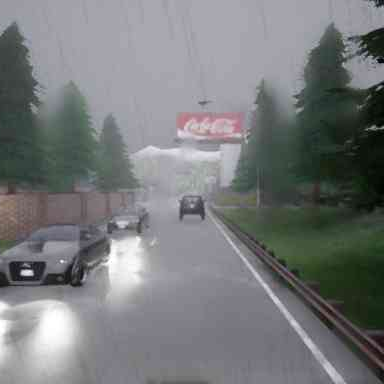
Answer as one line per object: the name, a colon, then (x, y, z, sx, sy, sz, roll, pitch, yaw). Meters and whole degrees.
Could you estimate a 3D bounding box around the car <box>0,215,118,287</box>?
car: (-3.588, 1.574, 9.225, 1.994, 1.385, 4.181, 0, 0, 0)

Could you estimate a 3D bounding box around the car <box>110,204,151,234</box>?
car: (-3.576, 1.511, 19.517, 2.128, 1.511, 4.902, 0, 0, 0)

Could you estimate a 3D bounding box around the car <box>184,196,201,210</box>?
car: (0.066, 1.397, 43.757, 2.097, 1.767, 4.553, 0, 0, 1)

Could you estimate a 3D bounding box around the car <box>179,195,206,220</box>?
car: (0.012, 1.253, 29.023, 2.150, 2.045, 5.566, 0, 0, 0)
